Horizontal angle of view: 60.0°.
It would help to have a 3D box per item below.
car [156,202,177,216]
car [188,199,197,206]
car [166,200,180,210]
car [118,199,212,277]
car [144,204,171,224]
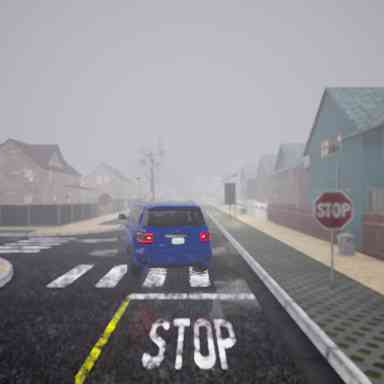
[{"bbox_3d":[-2.838,1.872,38.597,2.033,1.411,5.357,0,0,0],"label":"car"},{"bbox_3d":[0.017,2.112,68.563,1.812,1.442,4.674,0,-1,0],"label":"car"},{"bbox_3d":[-2.829,1.939,51.250,1.837,1.490,4.892,0,-1,0],"label":"car"},{"bbox_3d":[-1.104,1.313,10.843,2.150,2.045,5.566,1,0,-16],"label":"car"},{"bbox_3d":[-2.841,1.762,28.306,1.812,1.442,4.674,0,0,0],"label":"car"}]
